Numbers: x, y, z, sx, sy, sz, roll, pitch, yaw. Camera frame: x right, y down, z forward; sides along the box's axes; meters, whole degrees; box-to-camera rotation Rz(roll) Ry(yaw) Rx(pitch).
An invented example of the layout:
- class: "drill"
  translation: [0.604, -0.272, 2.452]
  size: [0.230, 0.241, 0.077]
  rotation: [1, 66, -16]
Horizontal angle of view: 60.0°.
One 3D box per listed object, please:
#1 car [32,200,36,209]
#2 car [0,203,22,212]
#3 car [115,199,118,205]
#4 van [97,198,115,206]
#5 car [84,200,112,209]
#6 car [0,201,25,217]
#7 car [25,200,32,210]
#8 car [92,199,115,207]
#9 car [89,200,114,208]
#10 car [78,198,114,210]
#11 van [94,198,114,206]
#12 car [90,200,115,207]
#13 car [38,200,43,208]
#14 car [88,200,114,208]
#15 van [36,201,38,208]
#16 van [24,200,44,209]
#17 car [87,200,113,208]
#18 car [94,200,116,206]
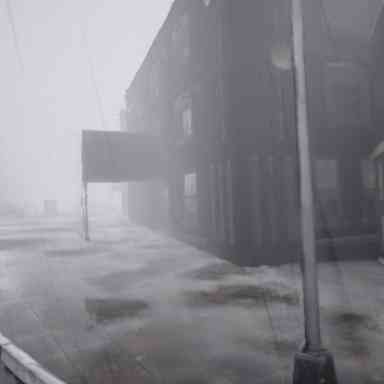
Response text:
- class: "car"
  translation: [-38.262, 3.199, 74.423]
  size: [4.792, 1.488, 2.163]
  rotation: [-2, -1, -32]
- class: "car"
  translation: [-36.451, 3.005, 65.777]
  size: [4.792, 1.488, 2.163]
  rotation: [-2, -1, -32]
- class: "car"
  translation: [-17.651, 2.330, 63.833]
  size: [5.366, 1.575, 1.946]
  rotation: [0, -1, -32]
- class: "van"
  translation: [-23.120, 2.701, 89.638]
  size: [4.442, 1.987, 1.878]
  rotation: [0, -2, -32]
- class: "car"
  translation: [-17.200, 2.310, 60.858]
  size: [4.674, 1.452, 2.002]
  rotation: [0, -1, -32]
- class: "car"
  translation: [-20.786, 2.021, 38.114]
  size: [2.033, 1.411, 5.357]
  rotation: [-1, 0, -31]
- class: "car"
  translation: [-37.616, 2.977, 71.576]
  size: [4.553, 1.767, 2.185]
  rotation: [-2, -1, -32]
- class: "car"
  translation: [-20.783, 2.530, 78.101]
  size: [4.553, 1.767, 2.185]
  rotation: [0, -1, -32]
- class: "car"
  translation: [-19.631, 2.557, 72.326]
  size: [4.792, 1.488, 2.163]
  rotation: [0, -1, -32]
- class: "car"
  translation: [-15.405, 2.079, 52.250]
  size: [4.892, 1.521, 2.231]
  rotation: [0, -1, -32]
- class: "van"
  translation: [-22.111, 2.563, 83.766]
  size: [4.442, 1.987, 1.878]
  rotation: [0, -1, -32]
- class: "car"
  translation: [-20.202, 2.592, 75.217]
  size: [4.892, 1.521, 2.231]
  rotation: [0, -1, -32]
- class: "car"
  translation: [-39.436, 3.302, 80.203]
  size: [4.892, 1.521, 2.231]
  rotation: [-2, -1, -32]
- class: "car"
  translation: [-18.995, 2.464, 69.471]
  size: [4.892, 1.521, 2.231]
  rotation: [0, -1, -32]
- class: "van"
  translation: [-38.945, 3.013, 77.258]
  size: [4.442, 1.987, 1.878]
  rotation: [-2, -1, -32]
- class: "van"
  translation: [-40.757, 3.218, 85.903]
  size: [4.442, 1.987, 1.878]
  rotation: [-2, -1, -32]
- class: "car"
  translation: [-18.402, 2.439, 66.601]
  size: [4.674, 1.452, 2.002]
  rotation: [0, -1, -32]
- class: "car"
  translation: [-22.618, 2.857, 86.697]
  size: [5.008, 1.535, 2.097]
  rotation: [0, -2, -32]
